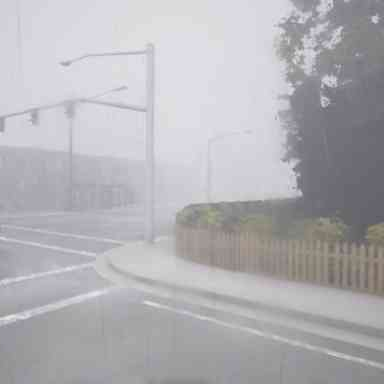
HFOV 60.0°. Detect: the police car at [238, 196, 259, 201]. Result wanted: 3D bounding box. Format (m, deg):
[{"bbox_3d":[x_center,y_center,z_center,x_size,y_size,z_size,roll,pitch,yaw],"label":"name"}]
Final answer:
[{"bbox_3d":[7.454,1.291,44.341,1.930,1.638,5.238,0,0,35],"label":"police car"}]
